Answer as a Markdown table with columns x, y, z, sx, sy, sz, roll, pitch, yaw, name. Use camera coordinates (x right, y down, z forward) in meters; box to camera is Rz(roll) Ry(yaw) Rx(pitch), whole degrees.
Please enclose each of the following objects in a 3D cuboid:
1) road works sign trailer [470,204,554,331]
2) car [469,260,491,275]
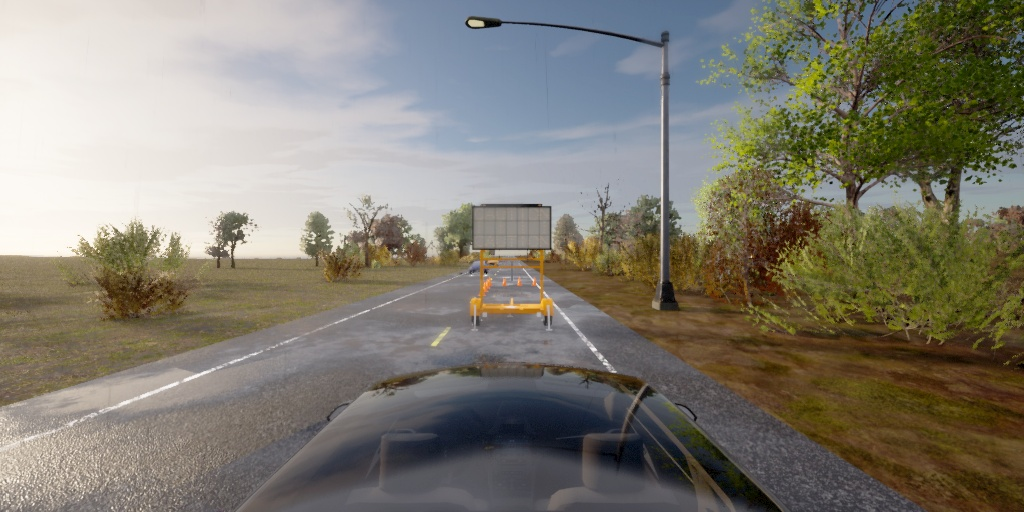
| x | y | z | sx | sy | sz | roll | pitch | yaw | name |
| --- | --- | --- | --- | --- | --- | --- | --- | --- | --- |
| -0.003 | 0.214 | 11.009 | 2.380 | 3.560 | 2.880 | 0 | 0 | 0 | road works sign trailer |
| -3.613 | 1.254 | 39.548 | 1.812 | 1.442 | 4.674 | 0 | 0 | 0 | car |
